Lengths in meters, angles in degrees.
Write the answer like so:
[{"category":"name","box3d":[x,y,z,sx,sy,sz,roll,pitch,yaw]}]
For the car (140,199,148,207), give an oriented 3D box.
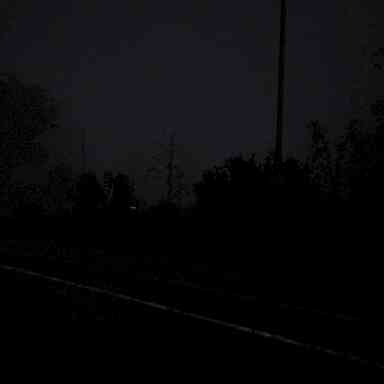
[{"category":"car","box3d":[-9.866,2.002,60.475,2.033,1.411,5.357,2,-2,20]}]
